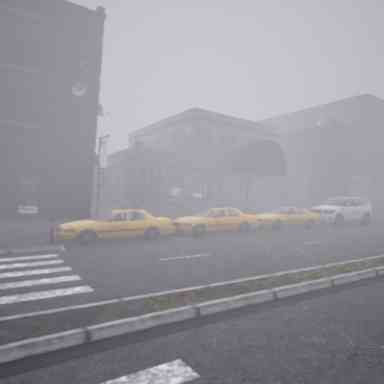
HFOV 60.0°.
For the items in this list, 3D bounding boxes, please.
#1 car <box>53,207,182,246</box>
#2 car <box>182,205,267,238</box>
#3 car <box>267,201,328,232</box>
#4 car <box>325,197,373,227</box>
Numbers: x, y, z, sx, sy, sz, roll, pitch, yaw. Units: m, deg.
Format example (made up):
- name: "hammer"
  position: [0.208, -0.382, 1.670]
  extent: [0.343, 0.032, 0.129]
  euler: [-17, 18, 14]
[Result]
- name: "car"
  position: [-3.393, 1.462, 15.197]
  extent: [5.366, 1.575, 1.946]
  euler: [1, 0, -32]
- name: "car"
  position: [1.274, 1.514, 18.151]
  extent: [5.366, 1.575, 1.946]
  euler: [1, 0, -32]
- name: "car"
  position: [5.936, 1.569, 21.114]
  extent: [5.366, 1.575, 1.946]
  euler: [1, 0, -32]
- name: "car"
  position: [10.843, 1.378, 24.227]
  extent: [5.566, 2.045, 2.435]
  euler: [1, 0, -32]
